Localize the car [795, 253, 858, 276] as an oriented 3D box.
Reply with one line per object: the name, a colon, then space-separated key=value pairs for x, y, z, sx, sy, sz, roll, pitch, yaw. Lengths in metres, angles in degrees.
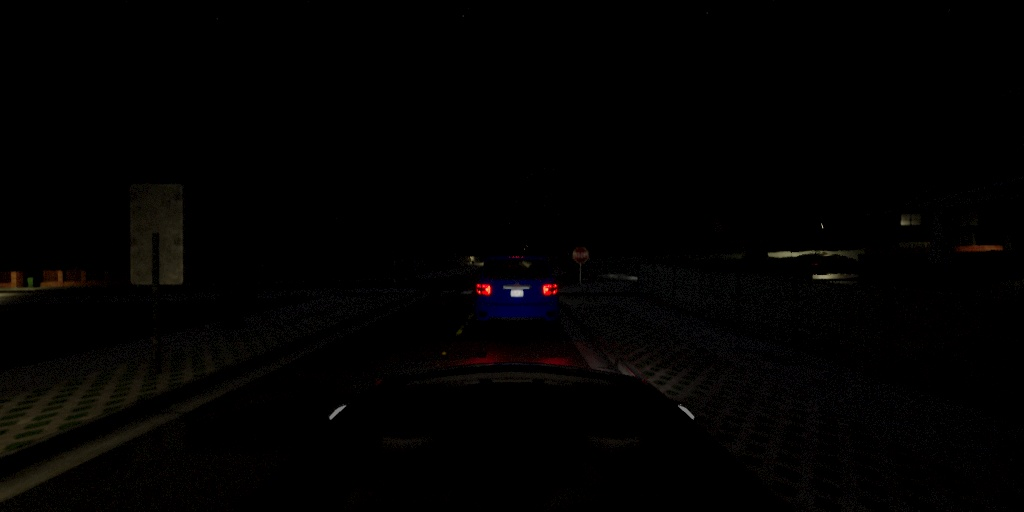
car: x=21.162 y=0.600 z=23.705 sx=4.181 sy=1.385 sz=1.994 roll=-2 pitch=0 yaw=0

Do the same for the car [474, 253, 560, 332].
car: x=0.121 y=0.941 z=10.936 sx=2.150 sy=2.045 sz=5.566 roll=0 pitch=0 yaw=0

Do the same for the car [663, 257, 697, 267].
car: x=12.234 y=0.809 z=26.623 sx=5.357 sy=1.411 sz=2.033 roll=-2 pitch=0 yaw=0
